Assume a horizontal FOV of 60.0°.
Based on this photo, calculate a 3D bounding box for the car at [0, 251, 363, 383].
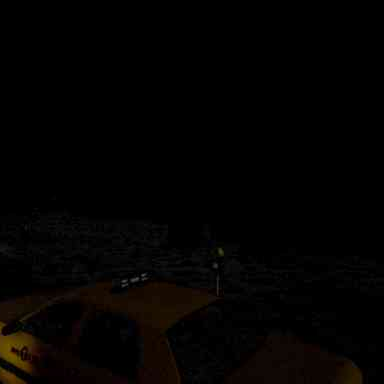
[{"bbox_3d":[-0.822,1.525,3.552,4.829,1.417,1.752,0,0,36],"label":"car"}]
